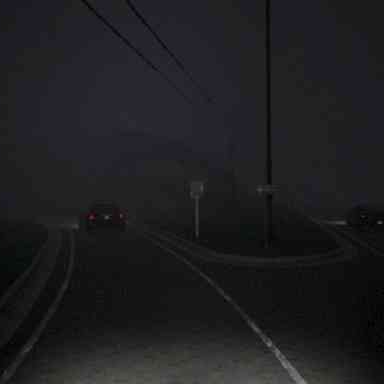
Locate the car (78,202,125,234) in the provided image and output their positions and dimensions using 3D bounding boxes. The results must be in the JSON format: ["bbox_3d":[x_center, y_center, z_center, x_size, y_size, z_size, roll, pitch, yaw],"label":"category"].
[{"bbox_3d":[-5.447,1.387,19.700,2.097,1.767,4.553,-1,0,-25],"label":"car"}]

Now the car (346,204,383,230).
[{"bbox_3d":[10.641,1.442,20.066,1.812,1.442,4.674,0,0,14],"label":"car"}]

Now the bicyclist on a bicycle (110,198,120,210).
[{"bbox_3d":[-7.078,1.346,29.575,1.656,1.620,0.582,-1,0,-42],"label":"bicyclist on a bicycle"}]
